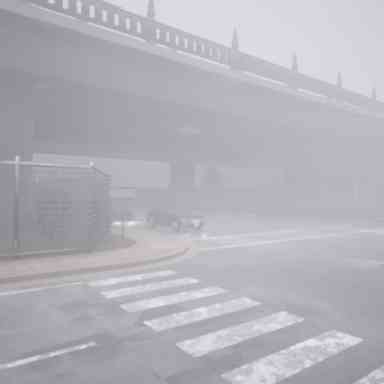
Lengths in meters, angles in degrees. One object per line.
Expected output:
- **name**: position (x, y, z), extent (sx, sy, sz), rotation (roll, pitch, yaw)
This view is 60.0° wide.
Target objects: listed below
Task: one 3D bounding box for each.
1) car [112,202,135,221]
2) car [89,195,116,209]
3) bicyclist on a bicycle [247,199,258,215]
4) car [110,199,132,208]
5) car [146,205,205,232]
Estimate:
- **car**: position (-6.894, 1.679, 29.089), extent (2.033, 1.411, 5.357), rotation (1, 0, -36)
- **car**: position (-13.677, 1.435, 50.585), extent (2.150, 2.045, 5.566), rotation (1, 0, -36)
- **bicyclist on a bicycle**: position (6.429, 1.604, 35.397), extent (1.656, 1.620, 0.582), rotation (0, 0, -36)
- **car**: position (-11.478, 1.819, 53.520), extent (1.994, 1.385, 4.181), rotation (1, 0, -35)
- **car**: position (-1.160, 1.624, 21.202), extent (2.128, 1.511, 4.902), rotation (1, 0, -36)
